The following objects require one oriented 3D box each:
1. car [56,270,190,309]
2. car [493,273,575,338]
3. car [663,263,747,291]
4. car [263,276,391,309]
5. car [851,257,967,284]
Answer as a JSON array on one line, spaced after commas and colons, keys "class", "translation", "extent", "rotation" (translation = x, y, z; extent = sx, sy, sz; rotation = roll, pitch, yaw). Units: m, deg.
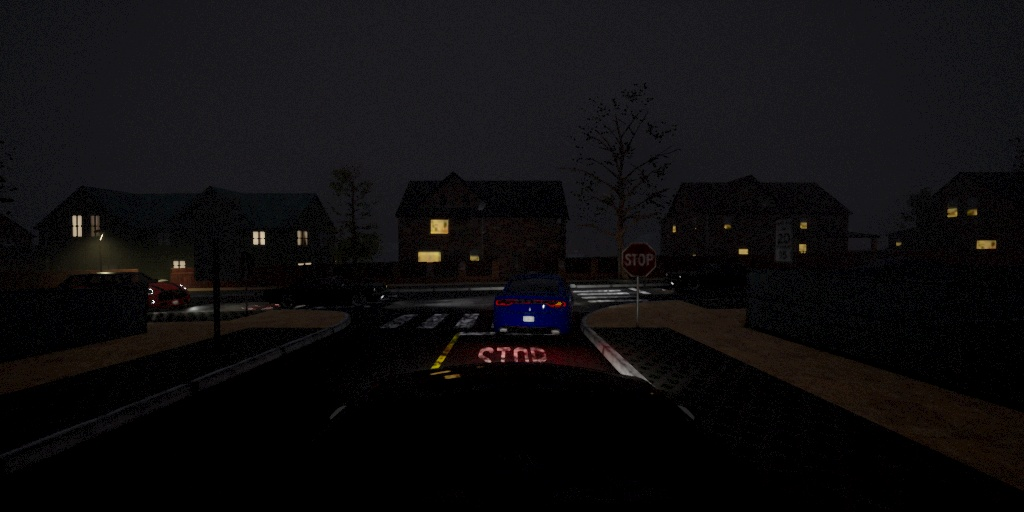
[{"class": "car", "translation": [-16.800, 1.472, 15.488], "extent": [4.553, 1.767, 2.097], "rotation": [-1, 1, 0]}, {"class": "car", "translation": [0.786, 1.227, 10.289], "extent": [1.882, 1.535, 5.008], "rotation": [0, 0, 10]}, {"class": "car", "translation": [10.410, 1.034, 18.425], "extent": [4.718, 1.301, 1.895], "rotation": [-1, 1, -1]}, {"class": "car", "translation": [-7.812, 1.506, 15.496], "extent": [4.718, 1.301, 1.895], "rotation": [-1, 1, 0]}, {"class": "car", "translation": [20.055, 0.754, 18.461], "extent": [5.357, 1.411, 2.033], "rotation": [-1, 1, 0]}]
